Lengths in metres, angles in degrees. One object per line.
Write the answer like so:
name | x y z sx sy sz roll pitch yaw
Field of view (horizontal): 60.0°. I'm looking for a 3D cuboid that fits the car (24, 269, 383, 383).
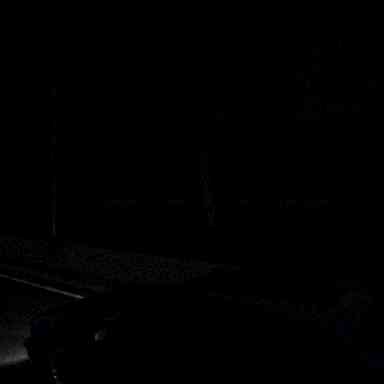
car | 0.493 1.562 3.333 5.357 1.411 2.033 -1 0 36
